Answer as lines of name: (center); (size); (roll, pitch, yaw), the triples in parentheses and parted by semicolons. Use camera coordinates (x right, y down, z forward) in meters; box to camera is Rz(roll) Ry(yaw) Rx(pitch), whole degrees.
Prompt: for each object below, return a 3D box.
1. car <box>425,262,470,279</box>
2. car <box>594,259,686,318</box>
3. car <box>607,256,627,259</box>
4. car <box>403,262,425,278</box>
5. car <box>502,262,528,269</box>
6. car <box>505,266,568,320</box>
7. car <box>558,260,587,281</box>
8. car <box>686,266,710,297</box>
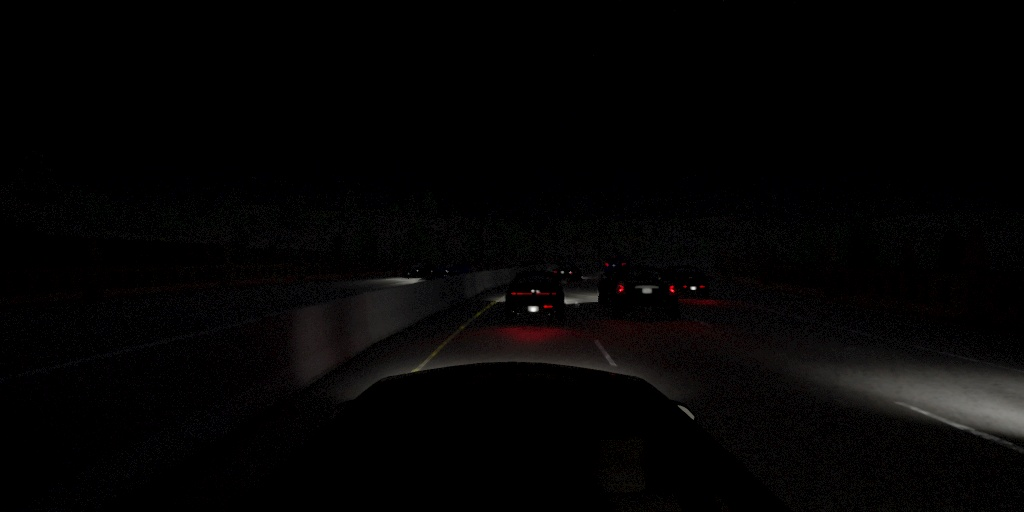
car: (-5.587, 1.283, 32.943); (1.882, 1.535, 5.008); (0, 0, 18)
car: (4.496, 1.115, 13.380); (2.097, 1.767, 4.553); (0, 0, 7)
car: (10.760, 0.996, 36.414); (2.150, 2.045, 5.566); (0, 0, 23)
car: (-8.659, 1.341, 34.802); (1.812, 1.442, 4.674); (0, 0, 19)
car: (0.460, 1.335, 39.318); (1.812, 1.442, 4.674); (0, 0, 23)
car: (0.884, 1.267, 12.668); (1.837, 1.490, 4.892); (0, 0, 6)
car: (4.737, 1.329, 30.360); (2.033, 1.411, 5.357); (0, 0, 18)
car: (9.056, 1.268, 19.315); (1.837, 1.490, 4.892); (0, 0, 12)
